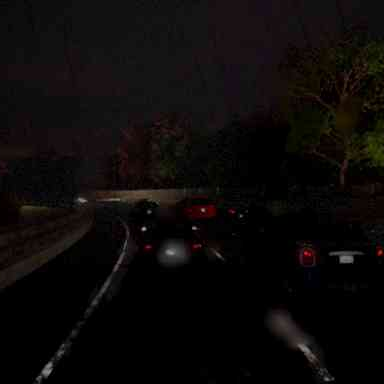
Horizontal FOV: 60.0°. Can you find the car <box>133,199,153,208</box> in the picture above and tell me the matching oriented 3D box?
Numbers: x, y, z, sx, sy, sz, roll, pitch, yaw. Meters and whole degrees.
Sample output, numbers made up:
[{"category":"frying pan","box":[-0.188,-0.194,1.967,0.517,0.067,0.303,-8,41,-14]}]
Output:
[{"category":"car","box":[-8.189,1.957,55.600,1.994,1.385,4.181,0,0,-29]}]

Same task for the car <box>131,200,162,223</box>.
[{"category":"car","box":[-3.706,1.544,26.708,2.097,1.767,4.553,0,0,-15]}]

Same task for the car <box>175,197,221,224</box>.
[{"category":"car","box":[0.133,1.393,26.105,2.150,2.045,5.566,0,0,-14]}]

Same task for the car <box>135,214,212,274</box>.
[{"category":"car","box":[-0.735,1.640,10.986,1.994,1.385,4.181,0,0,-6]}]

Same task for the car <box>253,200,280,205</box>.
[{"category":"car","box":[5.969,1.512,29.588,2.097,1.767,4.553,0,0,-32]}]

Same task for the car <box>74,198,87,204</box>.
[{"category":"car","box":[-27.038,2.168,80.460,1.812,1.442,4.674,0,-1,-42]}]

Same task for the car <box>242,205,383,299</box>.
[{"category":"car","box":[2.966,1.398,8.837,2.097,1.767,4.553,0,0,-4]}]

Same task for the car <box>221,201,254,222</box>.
[{"category":"car","box":[3.211,1.696,27.973,1.812,1.442,4.674,0,0,-15]}]
